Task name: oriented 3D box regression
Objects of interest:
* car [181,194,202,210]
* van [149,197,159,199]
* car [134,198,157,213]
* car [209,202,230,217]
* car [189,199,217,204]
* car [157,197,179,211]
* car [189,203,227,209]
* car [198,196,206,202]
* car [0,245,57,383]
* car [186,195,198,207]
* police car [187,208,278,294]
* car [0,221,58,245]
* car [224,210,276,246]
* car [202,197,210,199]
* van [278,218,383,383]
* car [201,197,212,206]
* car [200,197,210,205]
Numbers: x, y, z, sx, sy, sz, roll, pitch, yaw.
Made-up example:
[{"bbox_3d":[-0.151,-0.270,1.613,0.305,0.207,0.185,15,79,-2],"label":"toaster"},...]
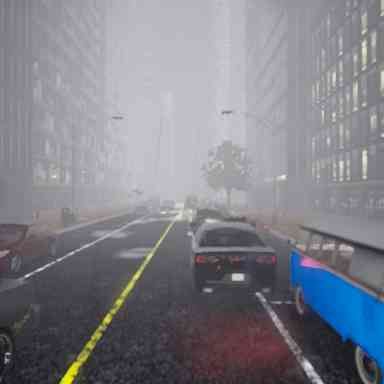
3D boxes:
[{"bbox_3d":[-0.015,1.571,45.822,2.097,1.767,4.553,0,0,0],"label":"car"},{"bbox_3d":[-5.718,1.579,50.480,1.690,1.788,3.998,0,0,0],"label":"van"},{"bbox_3d":[-5.712,1.742,39.094,2.008,1.369,4.403,0,0,0],"label":"car"},{"bbox_3d":[2.672,1.747,33.402,1.802,1.307,4.206,0,0,0],"label":"car"},{"bbox_3d":[0.886,1.580,25.149,1.801,1.575,5.366,0,0,0],"label":"car"},{"bbox_3d":[-3.123,1.759,43.769,2.033,1.411,5.357,0,0,0],"label":"car"},{"bbox_3d":[0.889,1.599,18.959,1.837,1.490,4.892,0,0,0],"label":"car"},{"bbox_3d":[2.641,1.910,90.327,1.887,1.381,4.507,0,0,0],"label":"car"},{"bbox_3d":[-3.101,1.560,2.484,2.033,1.411,5.357,0,0,0],"label":"car"},{"bbox_3d":[-0.033,1.491,59.736,2.150,2.045,5.566,0,0,0],"label":"car"},{"bbox_3d":[0.895,1.470,9.069,1.930,1.638,5.238,0,0,0],"label":"police car"},{"bbox_3d":[-5.696,1.635,10.631,1.802,1.307,4.206,0,0,0],"label":"car"},{"bbox_3d":[2.681,1.663,16.325,1.802,1.307,4.206,0,0,0],"label":"car"},{"bbox_3d":[2.666,1.766,44.787,2.008,1.369,4.403,0,0,0],"label":"car"},{"bbox_3d":[2.688,1.366,4.942,1.690,1.788,3.998,0,0,0],"label":"van"},{"bbox_3d":[2.657,1.717,61.865,1.967,1.590,4.097,0,0,0],"label":"car"},{"bbox_3d":[2.653,1.736,67.557,1.967,1.590,4.097,0,0,0],"label":"car"}]
